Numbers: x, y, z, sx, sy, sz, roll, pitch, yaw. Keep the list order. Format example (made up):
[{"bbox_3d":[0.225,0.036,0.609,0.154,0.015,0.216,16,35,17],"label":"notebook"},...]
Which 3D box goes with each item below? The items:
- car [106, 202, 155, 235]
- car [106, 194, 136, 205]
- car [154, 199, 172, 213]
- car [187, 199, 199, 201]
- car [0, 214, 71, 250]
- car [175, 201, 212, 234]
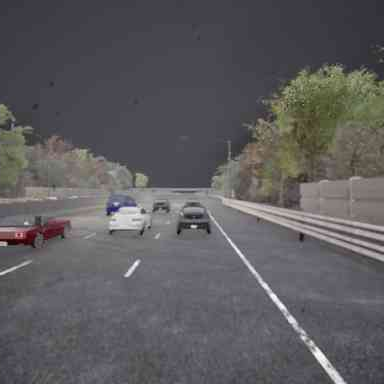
[{"bbox_3d":[-3.410,1.542,18.862,1.812,1.442,4.674,0,0,0],"label":"car"},{"bbox_3d":[-6.898,1.255,32.961,2.150,2.045,5.566,0,0,0],"label":"car"},{"bbox_3d":[-3.396,1.546,37.936,1.837,1.490,4.892,0,0,0],"label":"car"},{"bbox_3d":[0.104,1.546,38.404,1.837,1.490,4.892,0,0,0],"label":"car"},{"bbox_3d":[-6.894,1.613,14.401,1.895,1.301,4.718,0,0,0],"label":"car"},{"bbox_3d":[0.102,1.522,19.384,1.837,1.490,4.892,0,0,0],"label":"car"}]
